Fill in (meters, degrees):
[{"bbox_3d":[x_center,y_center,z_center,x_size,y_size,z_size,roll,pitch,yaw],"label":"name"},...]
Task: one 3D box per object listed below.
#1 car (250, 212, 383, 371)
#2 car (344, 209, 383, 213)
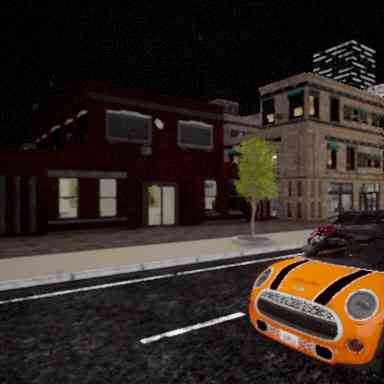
[{"bbox_3d":[3.144,1.400,5.810,4.553,1.767,2.097,1,0,-36],"label":"car"},{"bbox_3d":[6.261,1.452,12.124,4.553,1.767,2.097,1,0,-35],"label":"car"}]
